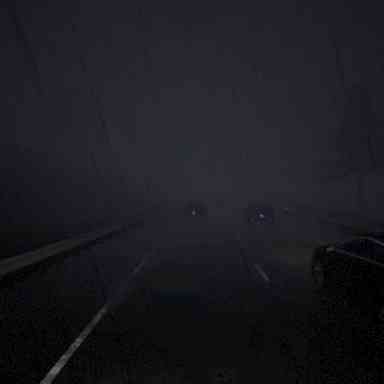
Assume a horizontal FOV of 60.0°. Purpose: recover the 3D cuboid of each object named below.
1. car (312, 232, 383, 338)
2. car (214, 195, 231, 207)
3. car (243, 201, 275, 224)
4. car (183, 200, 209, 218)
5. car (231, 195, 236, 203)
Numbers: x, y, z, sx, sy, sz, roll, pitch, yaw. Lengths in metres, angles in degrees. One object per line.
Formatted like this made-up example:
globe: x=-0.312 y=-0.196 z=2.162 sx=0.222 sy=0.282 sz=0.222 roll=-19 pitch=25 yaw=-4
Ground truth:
car: x=3.738 y=1.480 z=6.070 sx=2.128 sy=1.511 sz=4.902 roll=0 pitch=0 yaw=1
car: x=4.294 y=1.414 z=48.547 sx=1.812 sy=1.442 sz=4.674 roll=0 pitch=0 yaw=10
car: x=4.797 y=1.424 z=24.342 sx=1.882 sy=1.535 sz=5.008 roll=0 pitch=0 yaw=5
car: x=0.381 y=1.436 z=29.290 sx=1.837 sy=1.490 sz=4.892 roll=0 pitch=0 yaw=6
car: x=7.108 y=1.362 z=62.682 sx=1.837 sy=1.490 sz=4.892 roll=0 pitch=0 yaw=12
